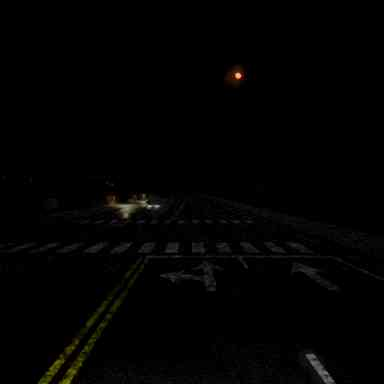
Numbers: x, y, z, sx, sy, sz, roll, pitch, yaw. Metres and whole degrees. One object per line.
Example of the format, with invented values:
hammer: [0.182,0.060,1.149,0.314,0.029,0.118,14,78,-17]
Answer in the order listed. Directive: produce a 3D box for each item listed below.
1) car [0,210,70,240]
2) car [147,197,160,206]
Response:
car: [-8.597,1.553,15.496,5.357,1.411,2.033,0,0,-34]
car: [-6.454,1.518,56.181,2.033,1.411,5.357,0,0,0]
